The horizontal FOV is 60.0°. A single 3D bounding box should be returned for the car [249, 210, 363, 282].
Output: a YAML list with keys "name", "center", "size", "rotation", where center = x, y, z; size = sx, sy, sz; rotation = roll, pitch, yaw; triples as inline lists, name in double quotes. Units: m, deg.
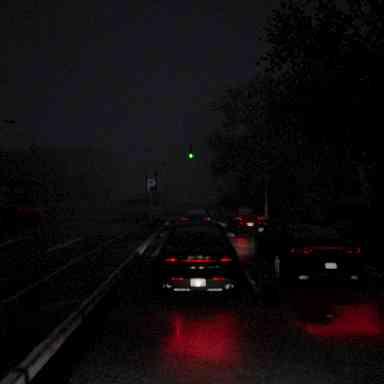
- name: "car"
  center: [3.149, 1.526, 9.977]
  size: [1.882, 1.535, 5.008]
  rotation: [0, 0, 0]

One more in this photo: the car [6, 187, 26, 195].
- name: "car"
  center: [-27.950, 0.328, 53.534]
  size: [2.002, 1.452, 4.674]
  rotation: [6, -3, -19]

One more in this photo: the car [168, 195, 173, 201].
- name: "car"
  center: [-8.102, 1.666, 86.514]
  size: [4.674, 1.452, 2.002]
  rotation: [-1, 0, -12]

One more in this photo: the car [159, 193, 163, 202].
- name: "car"
  center: [-9.711, 1.588, 74.541]
  size: [4.892, 1.521, 2.231]
  rotation: [-1, -1, -13]

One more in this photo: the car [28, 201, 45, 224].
- name: "car"
  center: [-13.530, 1.492, 24.795]
  size: [4.553, 1.767, 2.185]
  rotation: [-1, 0, -19]

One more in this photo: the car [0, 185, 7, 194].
- name: "car"
  center: [-30.944, -0.235, 53.608]
  size: [2.435, 2.045, 5.566]
  rotation: [6, -3, -19]

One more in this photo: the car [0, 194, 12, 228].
- name: "car"
  center: [-13.646, 1.334, 18.782]
  size: [5.566, 2.045, 2.435]
  rotation: [-1, -1, -19]

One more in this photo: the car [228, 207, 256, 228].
- name: "car"
  center: [3.274, 1.629, 20.724]
  size: [1.812, 1.442, 4.674]
  rotation: [0, 0, 1]

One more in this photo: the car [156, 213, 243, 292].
- name: "car"
  center: [0.142, 1.550, 9.033]
  size: [1.837, 1.490, 4.892]
  rotation: [0, 0, 0]

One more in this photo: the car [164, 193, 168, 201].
- name: "car"
  center: [-8.942, 1.647, 80.535]
  size: [4.674, 1.452, 2.002]
  rotation: [-1, -1, -13]

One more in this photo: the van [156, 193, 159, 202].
- name: "van"
  center: [-9.951, 1.349, 71.572]
  size: [4.442, 1.987, 1.878]
  rotation: [-1, -1, -14]

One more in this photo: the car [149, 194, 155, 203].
- name: "car"
  center: [-10.535, 1.550, 65.582]
  size: [5.366, 1.575, 1.946]
  rotation: [-1, -1, -14]

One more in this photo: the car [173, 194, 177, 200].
- name: "car"
  center: [-7.639, 1.385, 89.519]
  size: [5.566, 2.045, 2.435]
  rotation: [-1, -1, -12]

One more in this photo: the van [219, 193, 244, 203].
- name: "van"
  center: [7.546, 1.276, 65.111]
  size: [4.442, 1.987, 1.878]
  rotation: [1, 0, -14]

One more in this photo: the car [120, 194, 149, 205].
- name: "car"
  center: [-11.192, 1.582, 62.592]
  size: [4.792, 1.488, 2.163]
  rotation: [-1, 0, -15]

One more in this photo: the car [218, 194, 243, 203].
- name: "car"
  center: [7.942, 1.385, 68.078]
  size: [4.553, 1.767, 2.185]
  rotation: [1, 0, -13]

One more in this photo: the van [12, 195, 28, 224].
- name: "van"
  center: [-13.518, 1.375, 21.818]
  size: [4.442, 1.987, 1.878]
  rotation: [-1, -1, -19]

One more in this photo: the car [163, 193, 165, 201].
- name: "car"
  center: [-9.326, 1.636, 77.535]
  size: [4.674, 1.452, 2.002]
  rotation: [-1, 0, -13]

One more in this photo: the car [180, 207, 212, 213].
- name: "car"
  center: [0.261, 1.629, 20.479]
  size: [1.812, 1.442, 4.674]
  rotation: [0, 0, 1]
